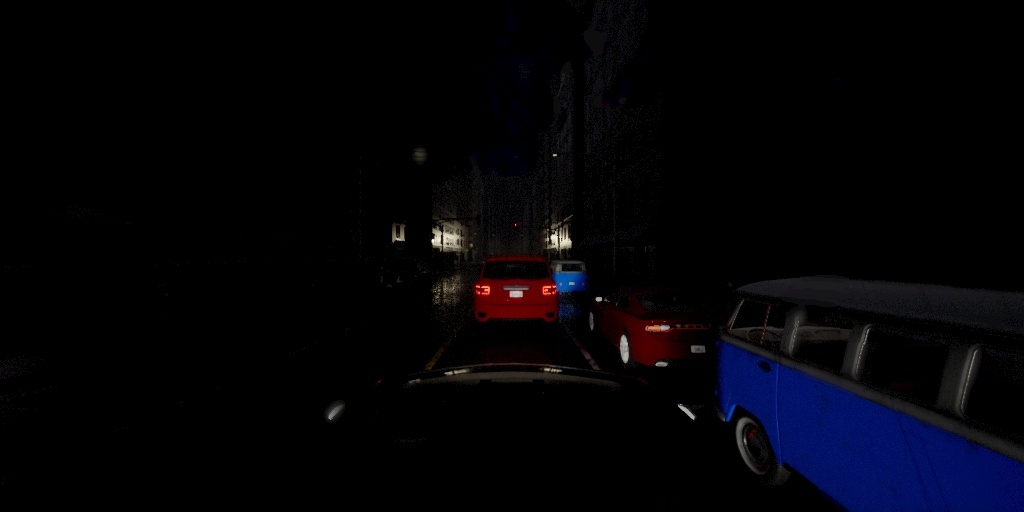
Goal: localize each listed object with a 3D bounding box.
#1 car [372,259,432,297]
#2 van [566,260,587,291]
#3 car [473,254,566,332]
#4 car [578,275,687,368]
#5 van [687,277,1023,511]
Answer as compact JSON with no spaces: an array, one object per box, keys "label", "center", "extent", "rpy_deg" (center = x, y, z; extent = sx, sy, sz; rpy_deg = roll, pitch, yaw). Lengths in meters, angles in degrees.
[{"label":"car","center":[-5.647,1.060,19.025],"extent":[2.192,1.841,5.009],"rpy_deg":[0,0,0]},{"label":"van","center":[2.878,1.086,19.054],"extent":[1.690,1.789,3.998],"rpy_deg":[0,0,0]},{"label":"car","center":[0.113,0.970,10.954],"extent":[2.150,2.045,5.566],"rpy_deg":[0,0,0]},{"label":"car","center":[2.863,1.294,7.733],"extent":[1.888,1.381,4.507],"rpy_deg":[0,0,0]},{"label":"van","center":[2.856,1.091,2.072],"extent":[1.690,1.789,3.998],"rpy_deg":[0,0,0]}]
